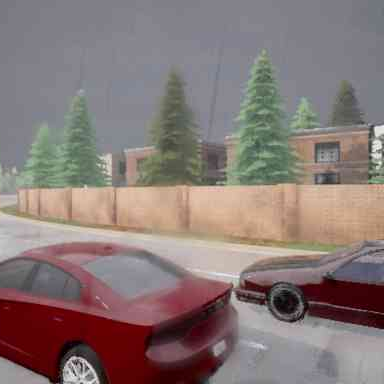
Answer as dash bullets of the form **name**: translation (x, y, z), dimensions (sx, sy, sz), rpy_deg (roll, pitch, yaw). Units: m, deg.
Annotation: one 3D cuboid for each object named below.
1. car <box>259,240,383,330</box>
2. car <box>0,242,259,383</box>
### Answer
- **car**: translation (3.478, 1.551, 5.604), dimensions (5.357, 1.411, 2.033), rpy_deg (0, 0, 31)
- **car**: translation (-1.793, 1.483, 4.819), dimensions (5.008, 1.535, 1.882), rpy_deg (0, 0, 33)
